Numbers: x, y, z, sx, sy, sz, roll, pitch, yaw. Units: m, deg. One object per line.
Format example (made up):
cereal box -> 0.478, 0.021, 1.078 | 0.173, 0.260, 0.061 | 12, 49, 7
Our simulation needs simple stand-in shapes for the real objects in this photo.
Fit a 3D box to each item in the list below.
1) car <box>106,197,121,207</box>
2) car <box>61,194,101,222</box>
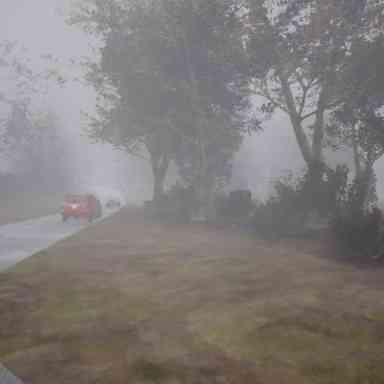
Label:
car -> -11.546, 1.405, 48.936 | 1.895, 1.301, 4.718 | -1, 1, -9
car -> -8.588, 1.179, 26.141 | 2.150, 2.045, 5.566 | 0, 0, -6
